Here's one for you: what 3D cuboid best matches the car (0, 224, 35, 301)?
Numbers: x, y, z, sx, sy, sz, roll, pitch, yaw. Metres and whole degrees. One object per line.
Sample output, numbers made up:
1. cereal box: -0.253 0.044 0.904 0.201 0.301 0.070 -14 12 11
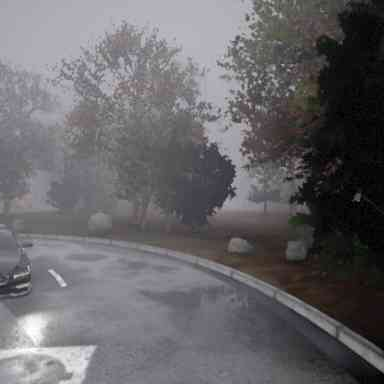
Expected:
1. car: -5.161 1.543 8.021 1.837 1.490 4.892 4 -3 -36
